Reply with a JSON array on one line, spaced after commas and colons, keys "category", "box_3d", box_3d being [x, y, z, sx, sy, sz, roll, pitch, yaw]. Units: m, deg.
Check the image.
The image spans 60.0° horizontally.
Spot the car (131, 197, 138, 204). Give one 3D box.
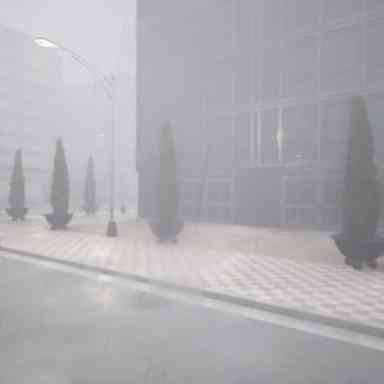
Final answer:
[{"category": "car", "box_3d": [-8.651, 1.310, 58.775, 2.128, 1.511, 4.902, 0, 0, 36]}]
